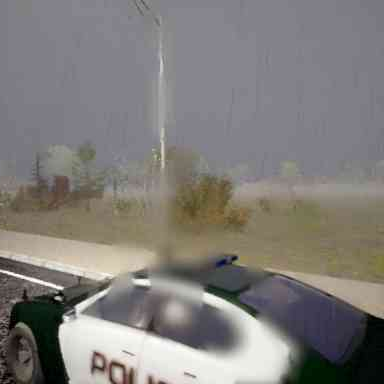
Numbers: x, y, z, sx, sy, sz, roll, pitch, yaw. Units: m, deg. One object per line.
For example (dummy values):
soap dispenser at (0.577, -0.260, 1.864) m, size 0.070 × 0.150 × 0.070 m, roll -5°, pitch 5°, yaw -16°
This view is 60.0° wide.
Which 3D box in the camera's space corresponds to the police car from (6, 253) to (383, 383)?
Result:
police car at (-0.166, 1.509, 3.683) m, size 4.974 × 1.542 × 2.038 m, roll 0°, pitch 0°, yaw 36°
